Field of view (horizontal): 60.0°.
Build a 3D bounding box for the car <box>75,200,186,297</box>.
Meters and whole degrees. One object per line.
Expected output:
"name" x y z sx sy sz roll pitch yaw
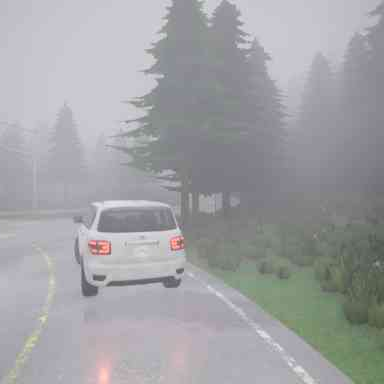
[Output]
"car" -1.894 1.221 8.971 2.150 2.045 5.566 0 0 -20
